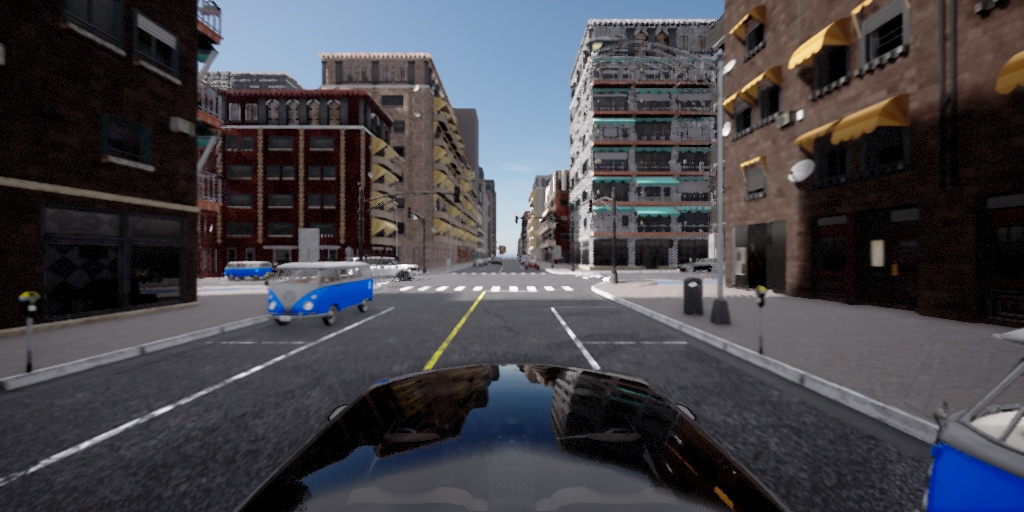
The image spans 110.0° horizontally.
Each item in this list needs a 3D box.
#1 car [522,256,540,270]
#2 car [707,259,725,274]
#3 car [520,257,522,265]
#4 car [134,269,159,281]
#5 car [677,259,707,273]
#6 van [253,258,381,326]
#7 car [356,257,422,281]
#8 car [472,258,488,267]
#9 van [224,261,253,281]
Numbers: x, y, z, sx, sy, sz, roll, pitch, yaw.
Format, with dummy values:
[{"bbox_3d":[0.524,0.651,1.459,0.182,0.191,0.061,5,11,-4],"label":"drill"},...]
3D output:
[{"bbox_3d":[2.716,1.064,49.165,1.967,1.591,4.097,0,0,0],"label":"car"},{"bbox_3d":[19.190,0.866,28.902,5.357,1.411,2.033,-1,0,0],"label":"car"},{"bbox_3d":[2.719,1.161,54.699,2.007,1.370,4.403,0,0,0],"label":"car"},{"bbox_3d":[-36.803,1.783,34.318,4.829,1.417,1.751,0,0,0],"label":"car"},{"bbox_3d":[18.287,0.919,34.716,4.313,1.339,1.948,0,0,0],"label":"car"},{"bbox_3d":[-5.798,1.065,11.274,1.690,1.789,3.998,0,0,0],"label":"van"},{"bbox_3d":[-10.162,1.074,28.776,5.566,2.045,2.150,-1,0,0],"label":"car"},{"bbox_3d":[-5.659,1.148,60.239,2.007,1.370,4.403,0,0,0],"label":"car"},{"bbox_3d":[-25.350,1.412,34.537,3.998,1.789,1.690,0,0,0],"label":"van"}]
